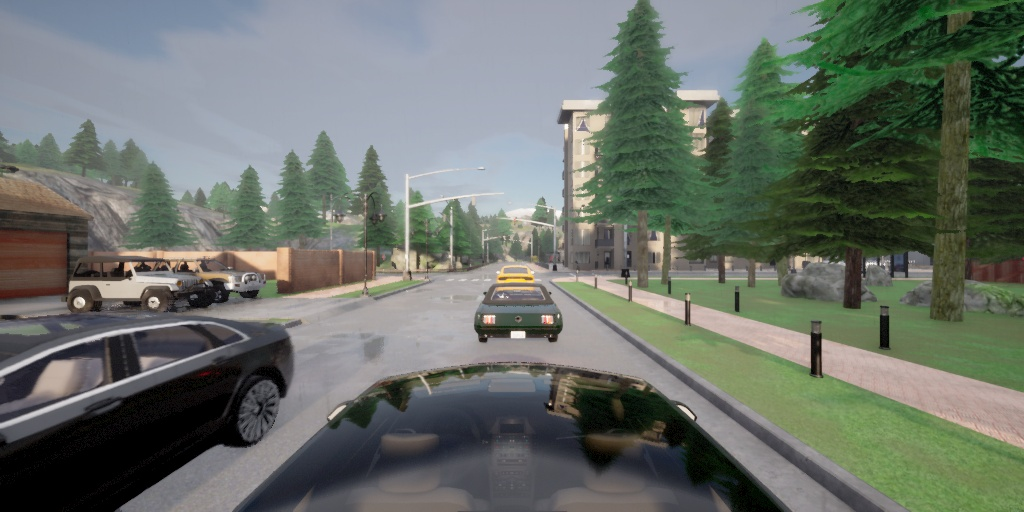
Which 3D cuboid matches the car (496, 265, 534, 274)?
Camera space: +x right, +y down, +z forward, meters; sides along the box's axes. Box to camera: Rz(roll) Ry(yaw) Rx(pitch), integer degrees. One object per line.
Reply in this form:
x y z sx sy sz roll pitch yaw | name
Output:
0.180 1.228 19.017 1.882 1.535 5.008 0 0 0 | car

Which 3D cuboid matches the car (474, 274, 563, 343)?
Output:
0.148 1.351 9.677 1.895 1.301 4.718 0 0 0 | car

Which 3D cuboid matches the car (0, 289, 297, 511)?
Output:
-3.602 1.241 2.443 2.128 1.511 4.902 0 0 0 | car
